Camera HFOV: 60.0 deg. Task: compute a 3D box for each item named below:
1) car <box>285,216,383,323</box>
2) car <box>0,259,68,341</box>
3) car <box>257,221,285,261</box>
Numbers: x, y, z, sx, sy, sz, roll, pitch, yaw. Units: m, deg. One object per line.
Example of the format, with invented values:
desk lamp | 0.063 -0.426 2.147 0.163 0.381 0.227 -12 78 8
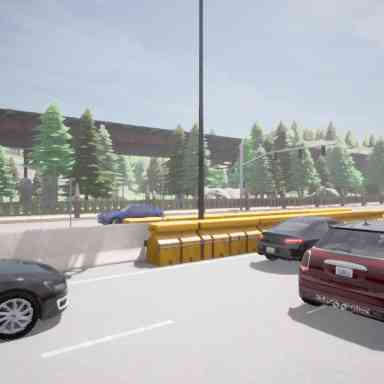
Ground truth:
car | 4.269 1.352 6.802 4.553 1.767 2.097 0 0 -36
car | -4.412 1.504 4.897 4.892 1.490 1.837 0 0 -36
car | 4.170 1.526 11.024 4.674 1.442 1.812 0 0 -35
